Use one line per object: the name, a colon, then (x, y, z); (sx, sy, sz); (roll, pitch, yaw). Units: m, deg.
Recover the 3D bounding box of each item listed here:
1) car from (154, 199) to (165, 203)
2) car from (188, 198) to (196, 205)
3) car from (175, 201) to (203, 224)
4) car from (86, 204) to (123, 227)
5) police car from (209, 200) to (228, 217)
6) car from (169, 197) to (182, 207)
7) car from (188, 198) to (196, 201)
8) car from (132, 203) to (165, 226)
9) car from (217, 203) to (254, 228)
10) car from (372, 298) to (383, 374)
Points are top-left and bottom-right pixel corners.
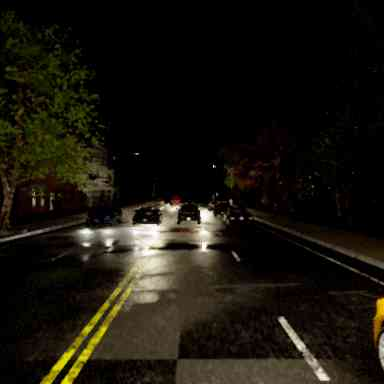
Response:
car: (-6.521, 2.161, 66.284); (1.882, 1.535, 5.008); (0, 0, 0)
car: (-0.014, 2.263, 80.000); (1.882, 1.535, 5.008); (0, 0, 0)
car: (-0.202, 1.789, 27.626); (1.837, 1.490, 4.892); (0, 0, 1)
car: (-6.603, 1.738, 25.515); (1.882, 1.535, 5.008); (0, -1, 0)
police car: (3.244, 1.787, 35.390); (1.930, 1.638, 5.238); (0, -1, 0)
car: (-3.269, 1.982, 66.253); (2.150, 2.045, 5.566); (0, 0, 0)
car: (-0.011, 2.198, 69.653); (1.837, 1.490, 4.892); (0, 0, 0)
car: (-3.354, 1.825, 25.592); (1.994, 1.385, 4.181); (0, -1, 0)
car: (3.246, 1.796, 24.279); (2.033, 1.411, 5.357); (0, -1, 0)
car: (3.249, 1.503, 2.280); (1.882, 1.535, 5.008); (0, -1, 0)
